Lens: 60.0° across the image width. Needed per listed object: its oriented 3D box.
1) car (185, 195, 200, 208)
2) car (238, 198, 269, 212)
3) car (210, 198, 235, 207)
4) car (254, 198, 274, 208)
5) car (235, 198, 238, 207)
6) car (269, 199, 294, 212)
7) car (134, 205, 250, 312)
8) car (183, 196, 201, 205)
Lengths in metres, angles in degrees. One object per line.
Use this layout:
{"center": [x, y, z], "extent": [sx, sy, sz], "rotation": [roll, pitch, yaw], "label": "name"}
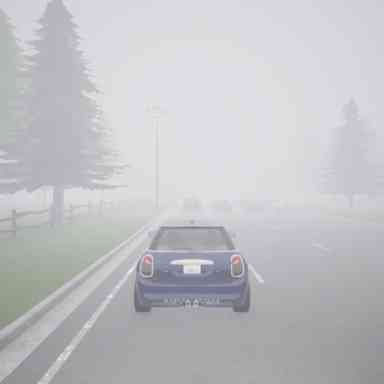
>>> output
{"center": [0.014, 1.349, 48.883], "extent": [2.097, 1.767, 4.553], "rotation": [0, 0, 0], "label": "car"}
{"center": [7.011, 1.545, 38.491], "extent": [2.033, 1.411, 5.357], "rotation": [0, 0, 0], "label": "car"}
{"center": [3.511, 1.561, 38.908], "extent": [1.994, 1.385, 4.181], "rotation": [0, 0, 0], "label": "car"}
{"center": [10.514, 1.561, 48.910], "extent": [1.994, 1.385, 4.181], "rotation": [0, 0, 0], "label": "car"}
{"center": [7.014, 1.561, 48.911], "extent": [1.994, 1.385, 4.181], "rotation": [0, 0, 0], "label": "car"}
{"center": [10.511, 1.523, 38.906], "extent": [1.812, 1.442, 4.674], "rotation": [0, 0, 0], "label": "car"}
{"center": [0.002, 1.352, 7.842], "extent": [2.097, 1.767, 4.553], "rotation": [0, 0, 0], "label": "car"}
{"center": [0.011, 1.349, 38.879], "extent": [2.097, 1.767, 4.553], "rotation": [0, 0, 0], "label": "car"}
